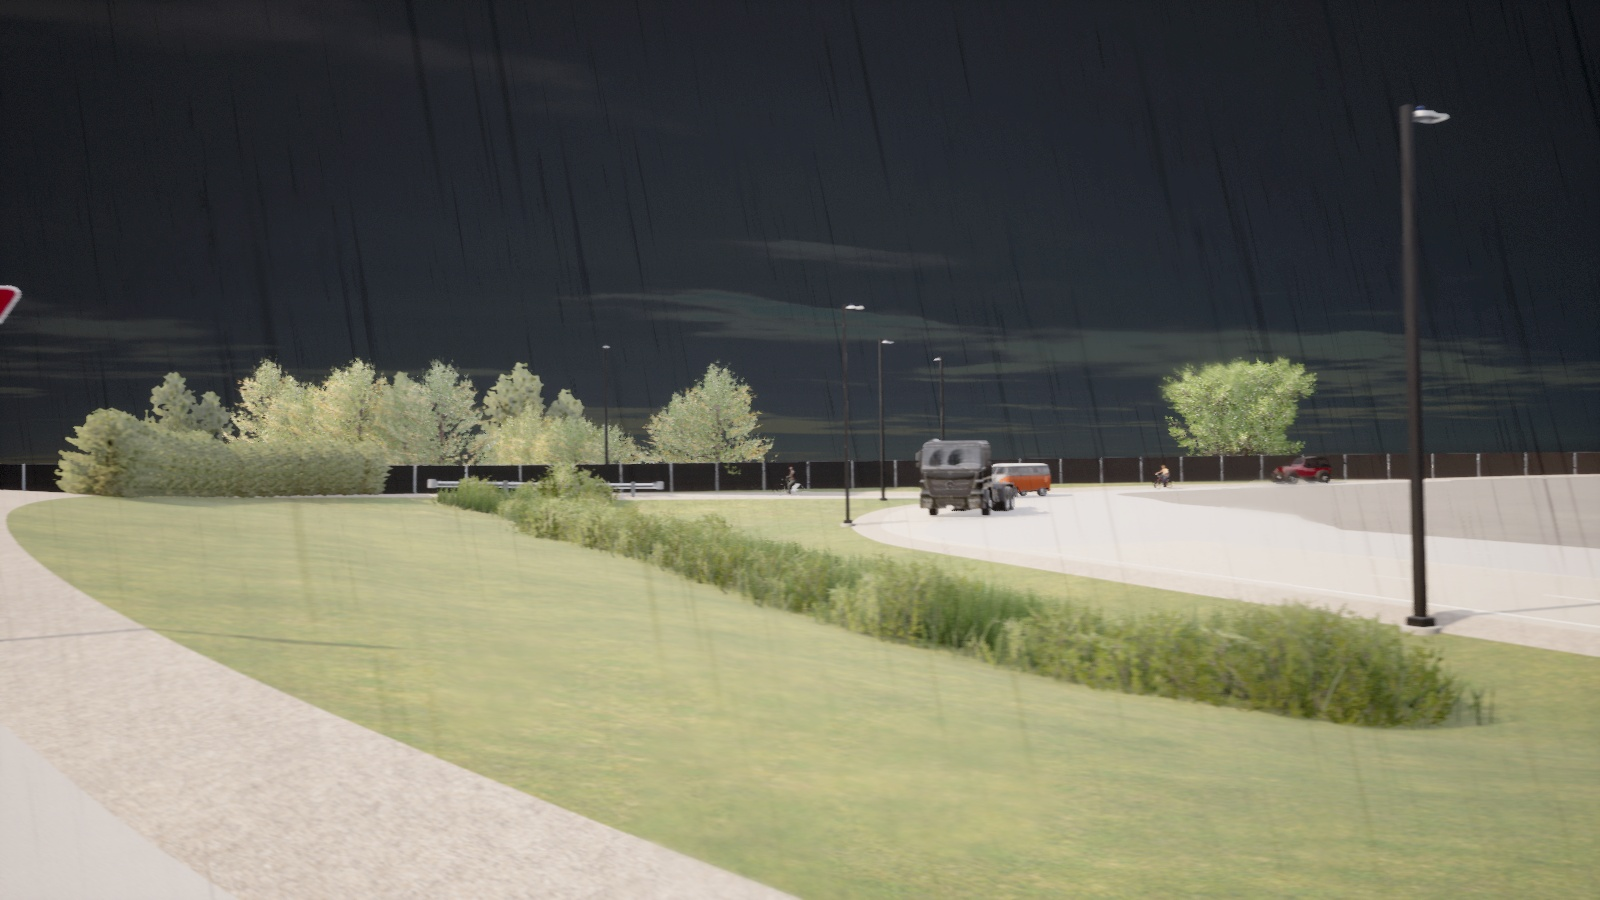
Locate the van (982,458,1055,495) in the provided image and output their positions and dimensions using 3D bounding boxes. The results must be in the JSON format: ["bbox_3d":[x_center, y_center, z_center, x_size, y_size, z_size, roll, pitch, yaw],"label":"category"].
[{"bbox_3d":[12.758,1.531,73.219,4.442,1.987,1.775,-2,0,-41],"label":"van"}]

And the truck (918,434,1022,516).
[{"bbox_3d":[7.968,1.045,57.988,2.891,3.462,7.936,-2,0,21],"label":"truck"}]

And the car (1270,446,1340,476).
[{"bbox_3d":[34.156,0.753,85.028,3.866,1.878,1.905,-2,-1,-8],"label":"car"}]
